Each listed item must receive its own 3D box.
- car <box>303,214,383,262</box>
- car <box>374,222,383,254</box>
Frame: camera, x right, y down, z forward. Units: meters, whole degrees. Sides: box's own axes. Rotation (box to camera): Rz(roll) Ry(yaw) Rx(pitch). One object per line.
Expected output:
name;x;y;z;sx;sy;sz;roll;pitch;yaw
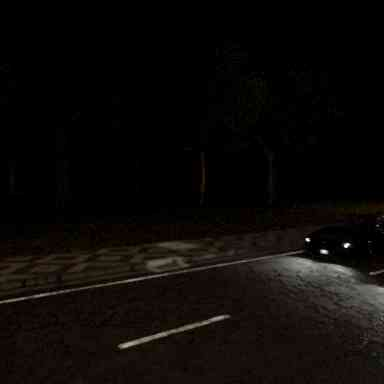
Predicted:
car;6.420;1.524;12.248;5.357;1.411;2.033;0;0;-35
car;7.321;1.529;8.901;5.357;1.411;2.033;0;0;-35
